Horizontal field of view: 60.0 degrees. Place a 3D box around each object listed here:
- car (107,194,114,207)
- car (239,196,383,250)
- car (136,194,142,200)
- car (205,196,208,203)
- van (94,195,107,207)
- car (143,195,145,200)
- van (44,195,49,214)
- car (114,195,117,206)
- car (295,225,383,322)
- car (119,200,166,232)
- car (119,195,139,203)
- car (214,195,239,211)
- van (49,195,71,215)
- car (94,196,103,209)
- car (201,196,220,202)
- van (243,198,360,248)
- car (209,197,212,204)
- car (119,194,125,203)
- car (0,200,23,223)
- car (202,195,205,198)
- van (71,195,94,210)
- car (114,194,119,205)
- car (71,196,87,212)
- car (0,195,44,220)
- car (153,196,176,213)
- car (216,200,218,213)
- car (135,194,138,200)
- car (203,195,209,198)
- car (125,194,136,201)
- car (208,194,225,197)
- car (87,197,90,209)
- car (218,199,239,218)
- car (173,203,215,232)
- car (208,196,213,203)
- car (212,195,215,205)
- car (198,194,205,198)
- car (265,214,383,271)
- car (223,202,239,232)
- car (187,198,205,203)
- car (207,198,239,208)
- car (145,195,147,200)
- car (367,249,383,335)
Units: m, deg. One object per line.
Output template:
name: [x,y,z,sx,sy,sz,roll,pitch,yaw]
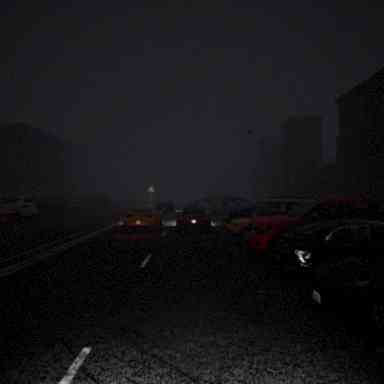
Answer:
car: [-15.543,1.422,51.783,5.566,2.045,2.435,0,0,0]
car: [4.681,1.231,11.648,5.566,2.045,2.435,0,0,0]
car: [-15.507,1.544,79.362,5.566,2.045,2.435,0,0,0]
car: [4.705,1.602,44.994,5.008,1.535,2.097,0,0,0]
van: [-15.396,1.431,49.025,4.442,1.987,1.878,0,0,0]
car: [-15.539,1.858,87.634,4.674,1.452,2.002,0,0,0]
van: [-15.614,1.327,29.724,4.442,1.987,1.878,0,0,0]
car: [-15.511,1.689,54.665,5.008,1.535,2.097,0,0,0]
car: [4.680,1.508,6.088,4.792,1.488,2.163,0,0,0]
car: [-2.900,1.497,20.479,1.882,1.535,5.008,0,0,0]
car: [-15.506,1.678,82.119,4.553,1.767,2.185,0,0,0]
car: [4.679,1.408,31.099,4.553,1.767,2.185,0,0,0]
van: [-15.619,1.352,35.237,4.442,1.987,1.878,0,0,0]
car: [-15.516,1.640,46.266,5.008,1.535,2.097,0,0,0]
car: [4.755,1.829,86.678,4.792,1.488,2.163,0,0,0]
van: [4.593,1.261,14.425,4.442,1.987,1.878,0,0,0]
car: [4.716,1.559,36.657,4.892,1.521,2.231,0,0,0]
car: [-15.549,1.468,60.058,5.566,2.045,2.435,0,0,0]
car: [-15.498,1.531,24.209,5.008,1.535,2.097,0,0,0]
car: [4.704,1.677,58.891,4.892,1.521,2.231,0,0,0]
van: [-15.625,1.397,43.510,4.442,1.987,1.878,0,0,0]
car: [-15.549,1.579,57.422,4.553,1.767,2.185,0,0,0]
car: [-15.318,1.590,37.995,5.366,1.575,1.946,0,0,0]
car: [-15.524,1.290,26.966,5.566,2.045,2.435,0,0,0]
car: [-2.900,1.560,37.458,1.882,1.535,5.008,0,0,0]
car: [4.707,1.563,28.319,4.674,1.452,2.002,0,0,0]
car: [-15.535,1.828,76.602,4.674,1.452,2.002,0,0,0]
car: [4.525,1.614,47.773,5.366,1.575,1.946,0,0,0]
car: [-15.502,1.808,73.845,4.792,1.488,2.163,0,0,0]
car: [4.742,1.461,42.215,4.553,1.767,2.185,0,0,0]
car: [-15.503,1.648,40.752,4.674,1.452,2.002,0,0,0]
car: [4.704,1.514,25.540,4.892,1.521,2.231,0,0,0]
car: [0.100,1.582,20.182,1.994,1.385,4.181,0,0,0]
car: [4.706,1.572,39.433,5.008,1.535,2.097,0,0,0]
car: [4.679,1.419,33.879,4.553,1.767,2.185,0,0,0]
car: [4.683,1.490,72.790,5.566,2.045,2.435,0,0,0]
car: [4.703,1.482,8.867,4.892,1.521,2.231,0,0,0]
car: [4.524,1.489,17.204,5.366,1.575,1.946,0,0,0]
car: [0.101,1.641,36.390,1.994,1.385,4.181,0,0,0]
car: [4.713,1.672,50.552,4.674,1.452,2.002,0,0,0]
car: [-15.538,1.826,90.391,5.008,1.535,2.097,0,0,0]
car: [4.707,1.519,3.434,4.674,1.452,2.002,0,0,0]
